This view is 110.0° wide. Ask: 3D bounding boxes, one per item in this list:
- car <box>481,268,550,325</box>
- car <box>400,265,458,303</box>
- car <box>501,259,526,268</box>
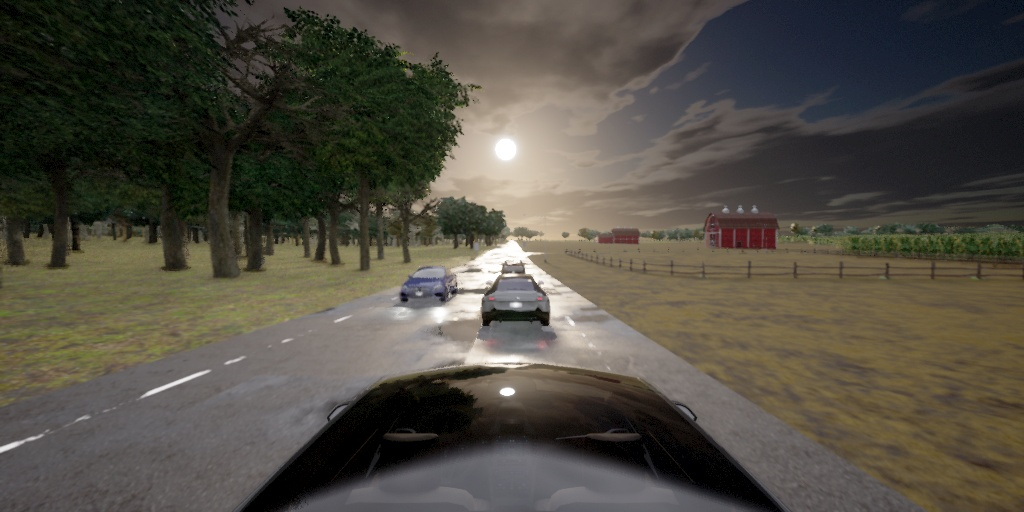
[{"bbox_3d":[0.105,1.262,11.603,1.994,1.385,4.181,0,1,0],"label":"car"},{"bbox_3d":[-3.576,1.174,16.200,1.812,1.442,4.674,0,1,0],"label":"car"},{"bbox_3d":[0.111,0.961,29.149,2.128,1.511,4.902,0,1,0],"label":"car"}]
